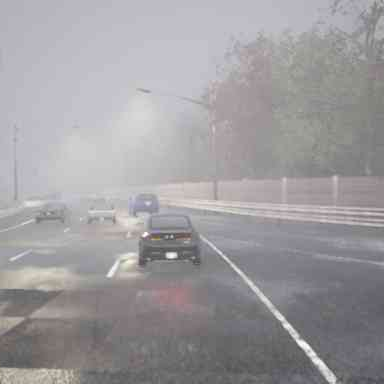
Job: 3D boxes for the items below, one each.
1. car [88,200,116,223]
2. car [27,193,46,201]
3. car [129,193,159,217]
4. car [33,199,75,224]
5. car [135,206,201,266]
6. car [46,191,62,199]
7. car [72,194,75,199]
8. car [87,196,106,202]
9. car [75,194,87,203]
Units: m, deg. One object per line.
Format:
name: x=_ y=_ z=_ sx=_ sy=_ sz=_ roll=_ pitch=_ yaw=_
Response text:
car: x=-6.569 y=1.514 z=24.508 sx=1.895 sy=1.301 sz=4.718 roll=0 pitch=0 yaw=-13
car: x=-31.827 y=1.216 z=67.321 sx=1.895 sy=1.301 sz=4.718 roll=0 pitch=0 yaw=-42
car: x=-4.385 y=1.104 z=29.977 sx=2.150 sy=2.045 sz=5.566 roll=0 pitch=0 yaw=-16
car: x=-10.102 y=1.472 z=24.416 sx=2.033 sy=1.411 sz=5.357 roll=0 pitch=0 yaw=-14
car: x=-0.818 y=1.457 z=11.395 sx=1.837 sy=1.490 sz=4.892 roll=0 pitch=0 yaw=-6
car: x=-29.131 y=0.828 z=69.550 sx=2.150 sy=2.045 sz=5.566 roll=0 pitch=0 yaw=-42
car: x=-24.531 y=1.121 z=71.402 sx=2.033 sy=1.411 sz=5.357 roll=0 pitch=0 yaw=-27
car: x=-16.016 y=1.329 z=56.710 sx=1.812 sy=1.442 sz=4.674 roll=0 pitch=0 yaw=-30
car: x=-20.987 y=1.380 z=65.164 sx=1.895 sy=1.301 sz=4.718 roll=0 pitch=0 yaw=-30
